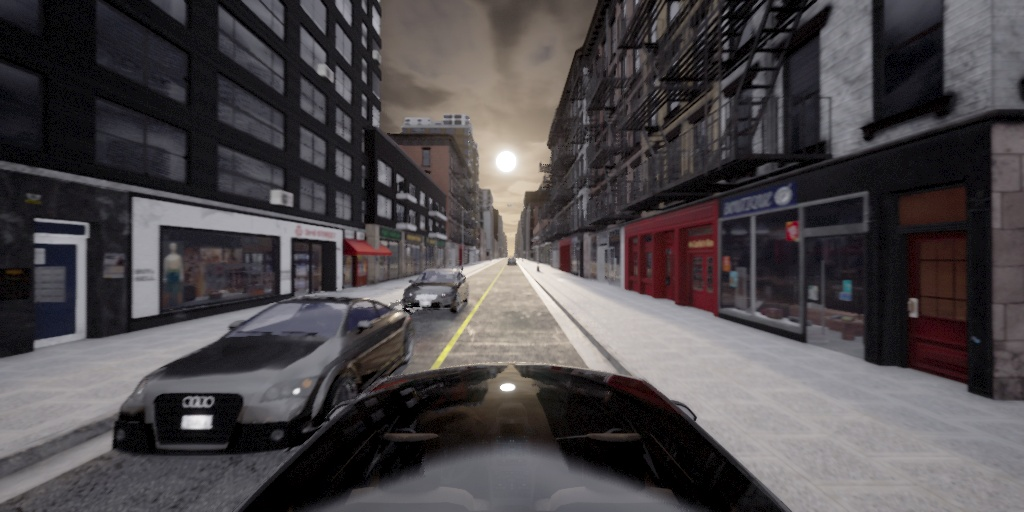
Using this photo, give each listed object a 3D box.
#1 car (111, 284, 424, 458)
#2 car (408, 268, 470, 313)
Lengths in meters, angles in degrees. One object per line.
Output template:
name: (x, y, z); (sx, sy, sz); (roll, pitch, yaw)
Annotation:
car: (-2.841, 1.314, 5.230); (1.994, 1.385, 4.181); (0, 0, 0)
car: (-2.754, 1.238, 13.892); (2.128, 1.511, 4.902); (0, 0, 0)
